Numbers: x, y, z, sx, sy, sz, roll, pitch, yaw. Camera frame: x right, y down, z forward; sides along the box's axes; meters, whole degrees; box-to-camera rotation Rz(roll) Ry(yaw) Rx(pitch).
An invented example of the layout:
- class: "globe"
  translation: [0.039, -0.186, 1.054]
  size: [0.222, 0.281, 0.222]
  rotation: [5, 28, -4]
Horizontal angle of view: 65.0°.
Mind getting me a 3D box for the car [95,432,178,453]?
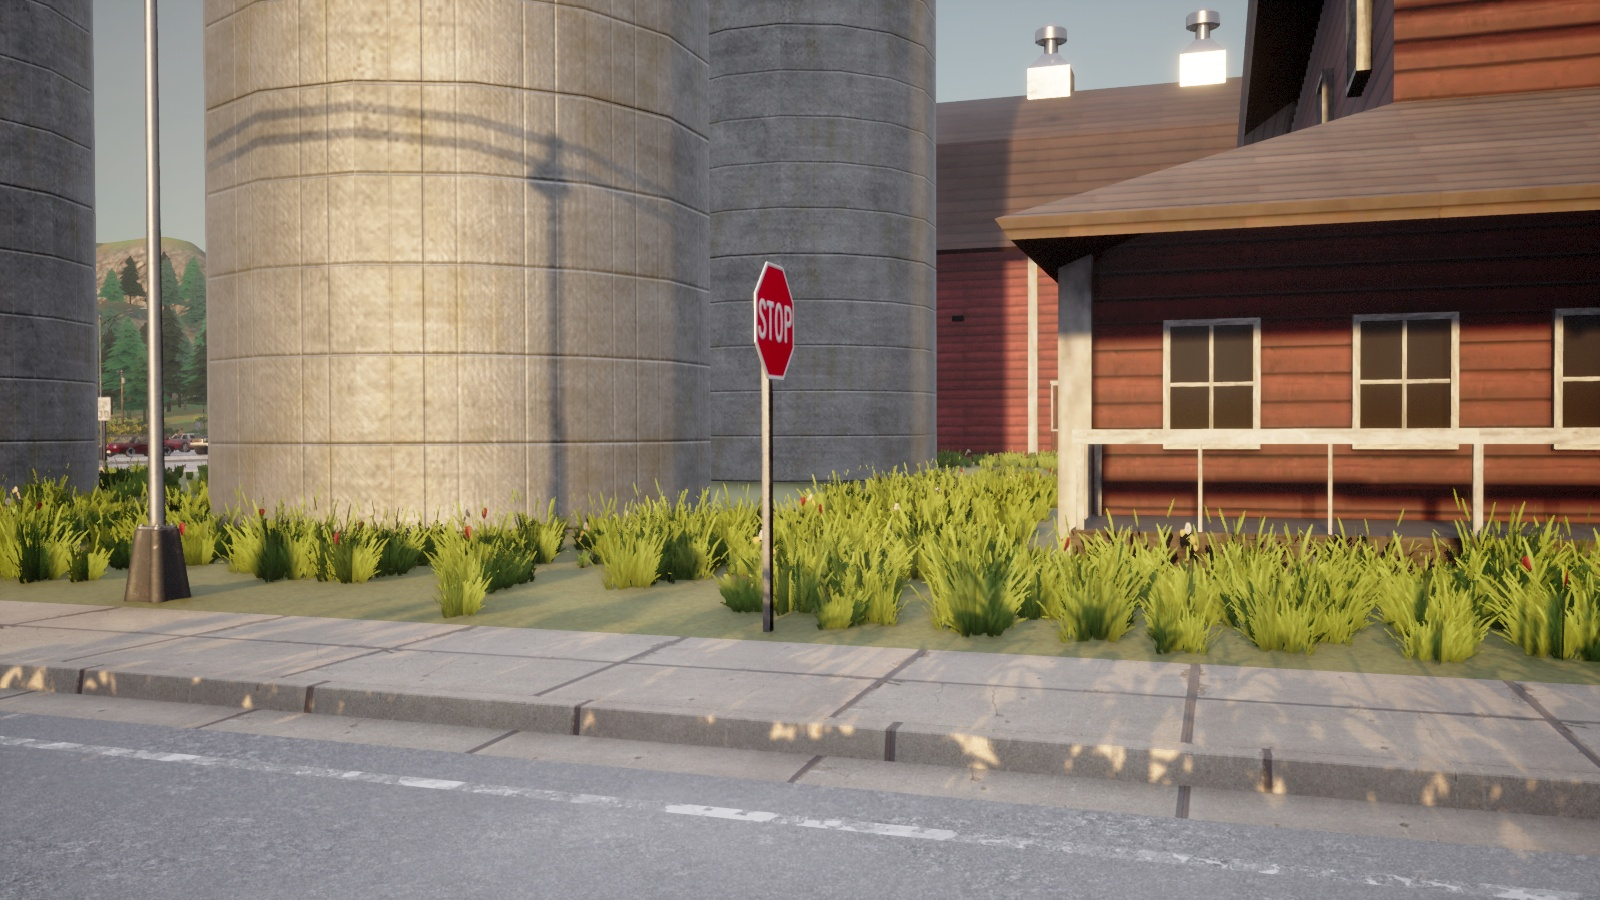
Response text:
- class: "car"
  translation: [-42.547, -0.523, 80.598]
  size: [1.895, 1.301, 4.718]
  rotation: [1, 1, 18]
